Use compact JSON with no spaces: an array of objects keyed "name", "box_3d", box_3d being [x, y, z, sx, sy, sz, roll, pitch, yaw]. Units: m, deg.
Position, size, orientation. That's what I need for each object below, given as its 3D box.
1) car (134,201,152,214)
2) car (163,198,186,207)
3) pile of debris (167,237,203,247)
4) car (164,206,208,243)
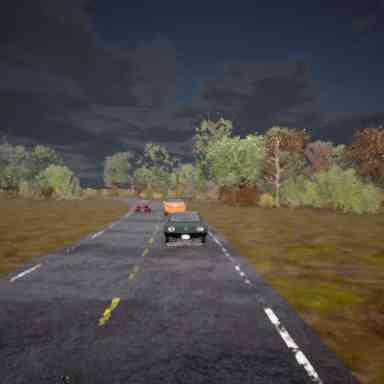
[{"name":"car","box_3d":[-5.251,1.603,35.939,1.895,1.301,4.718,0,0,-7]},{"name":"car","box_3d":[-1.797,1.353,33.689,2.097,1.767,4.553,0,0,-6]},{"name":"pile of debris","box_3d":[-0.332,2.176,14.579,1.500,0.140,1.860,0,0,-3]},{"name":"car","box_3d":[-0.378,1.601,16.212,1.895,1.301,4.718,0,0,-3]}]
